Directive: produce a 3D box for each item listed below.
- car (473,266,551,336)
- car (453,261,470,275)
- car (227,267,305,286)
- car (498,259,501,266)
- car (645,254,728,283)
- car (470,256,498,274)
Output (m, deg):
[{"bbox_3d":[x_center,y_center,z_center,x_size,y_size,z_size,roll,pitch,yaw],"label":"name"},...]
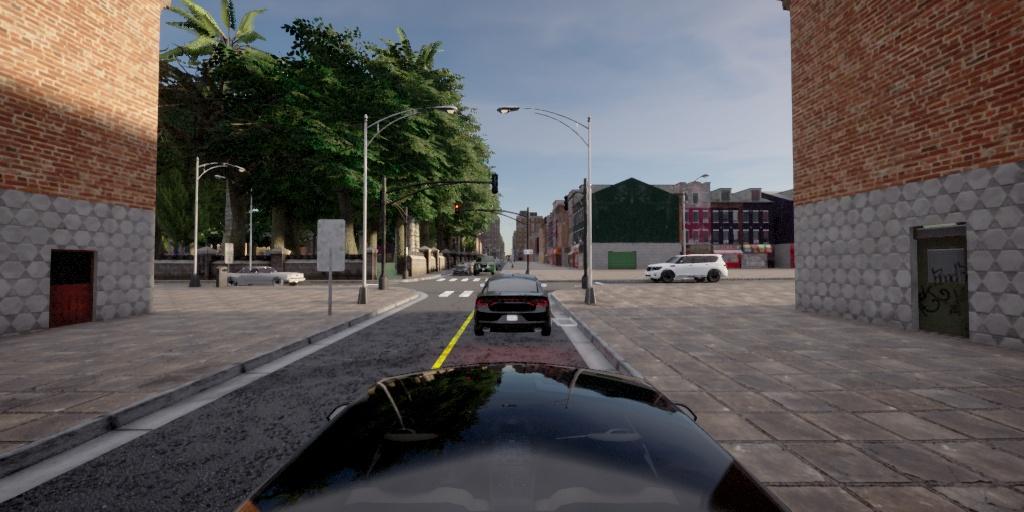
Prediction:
[{"bbox_3d":[0.034,1.231,10.476,1.882,1.535,5.008,0,0,1],"label":"car"},{"bbox_3d":[-5.467,1.333,39.620,2.007,1.370,4.403,0,0,0],"label":"car"},{"bbox_3d":[-16.123,1.342,23.206,4.718,1.301,1.895,0,-1,0],"label":"car"},{"bbox_3d":[-2.967,1.279,50.280,1.882,1.535,5.008,0,0,0],"label":"car"},{"bbox_3d":[12.695,0.905,26.268,5.566,2.045,2.150,-1,-1,0],"label":"car"},{"bbox_3d":[-2.900,1.003,38.806,2.150,2.045,5.566,0,0,-1],"label":"car"}]
